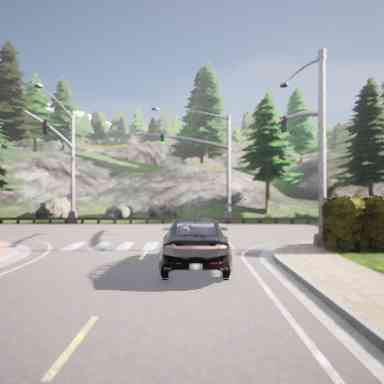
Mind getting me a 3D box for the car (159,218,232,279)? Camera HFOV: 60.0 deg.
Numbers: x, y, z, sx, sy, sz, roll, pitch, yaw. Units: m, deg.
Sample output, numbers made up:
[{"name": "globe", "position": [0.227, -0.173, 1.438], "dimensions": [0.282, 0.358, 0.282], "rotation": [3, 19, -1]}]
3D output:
[{"name": "car", "position": [0.096, 1.522, 10.122], "dimensions": [2.128, 1.511, 4.902], "rotation": [0, 0, 0]}]
